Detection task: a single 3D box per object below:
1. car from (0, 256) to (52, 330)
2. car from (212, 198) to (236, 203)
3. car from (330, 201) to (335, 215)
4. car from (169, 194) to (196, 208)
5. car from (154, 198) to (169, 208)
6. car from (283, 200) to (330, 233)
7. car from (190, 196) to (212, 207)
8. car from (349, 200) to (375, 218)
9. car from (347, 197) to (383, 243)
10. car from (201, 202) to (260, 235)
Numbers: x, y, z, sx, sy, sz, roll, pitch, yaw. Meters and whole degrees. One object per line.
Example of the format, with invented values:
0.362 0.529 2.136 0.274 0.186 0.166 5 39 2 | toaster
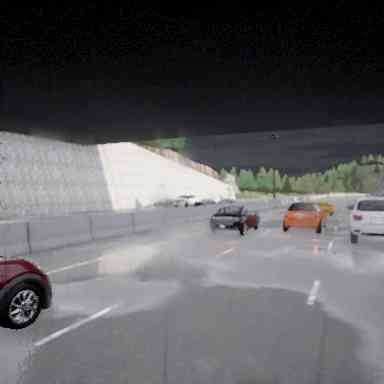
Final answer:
-4.290 1.382 4.658 2.097 1.767 4.553 0 0 25 | car
5.238 1.669 49.862 2.128 1.511 4.902 0 0 25 | car
13.918 1.576 35.162 1.882 1.535 5.008 0 0 25 | car
-1.010 1.410 53.019 2.150 2.045 5.566 0 0 25 | car
-4.397 1.742 54.054 1.812 1.442 4.674 0 0 25 | car
7.054 1.416 20.559 2.097 1.767 4.553 0 0 26 | car
2.206 1.737 51.628 2.033 1.411 5.357 0 0 25 | car
16.631 1.574 32.704 2.128 1.511 4.902 0 0 25 | car
8.826 1.259 16.088 2.150 2.045 5.566 0 0 25 | car
2.606 1.558 19.309 2.128 1.511 4.902 0 0 25 | car
